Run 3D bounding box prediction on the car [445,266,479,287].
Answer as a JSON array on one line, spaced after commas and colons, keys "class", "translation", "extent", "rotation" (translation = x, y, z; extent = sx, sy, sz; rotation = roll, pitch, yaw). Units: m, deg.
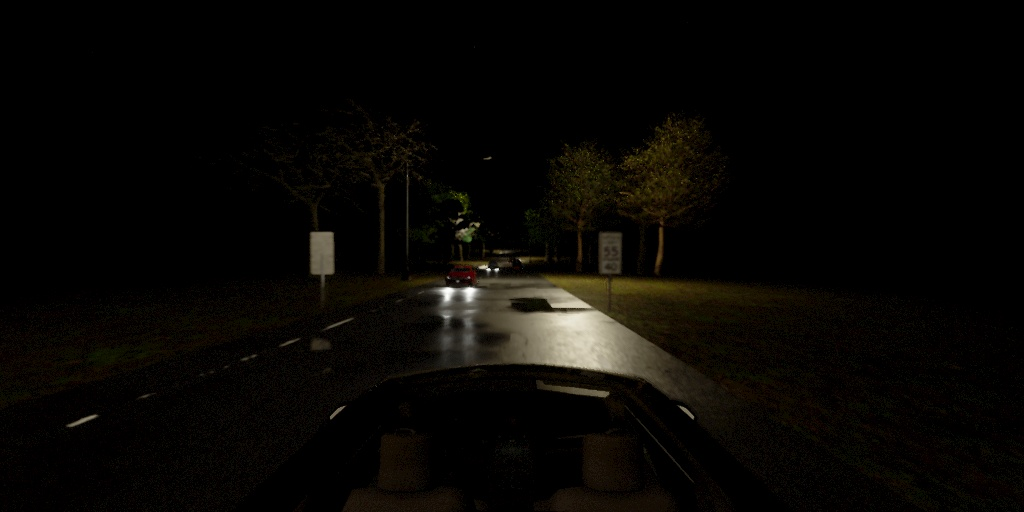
[{"class": "car", "translation": [-3.599, 1.430, 26.163], "extent": [1.812, 1.442, 4.674], "rotation": [0, 0, 0]}]
